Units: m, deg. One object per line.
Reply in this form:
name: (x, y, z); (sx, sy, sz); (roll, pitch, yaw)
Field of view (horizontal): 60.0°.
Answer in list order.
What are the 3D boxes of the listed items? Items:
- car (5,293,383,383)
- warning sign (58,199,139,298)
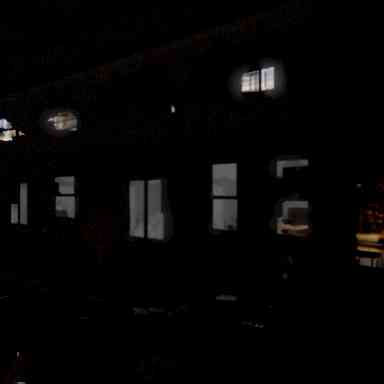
car: (0.130, 1.580, 2.782); (4.206, 1.307, 1.802); (0, 0, 35)
warning sign: (-2.009, 1.106, 7.228); (1.060, 1.860, 1.300); (0, 0, 35)
